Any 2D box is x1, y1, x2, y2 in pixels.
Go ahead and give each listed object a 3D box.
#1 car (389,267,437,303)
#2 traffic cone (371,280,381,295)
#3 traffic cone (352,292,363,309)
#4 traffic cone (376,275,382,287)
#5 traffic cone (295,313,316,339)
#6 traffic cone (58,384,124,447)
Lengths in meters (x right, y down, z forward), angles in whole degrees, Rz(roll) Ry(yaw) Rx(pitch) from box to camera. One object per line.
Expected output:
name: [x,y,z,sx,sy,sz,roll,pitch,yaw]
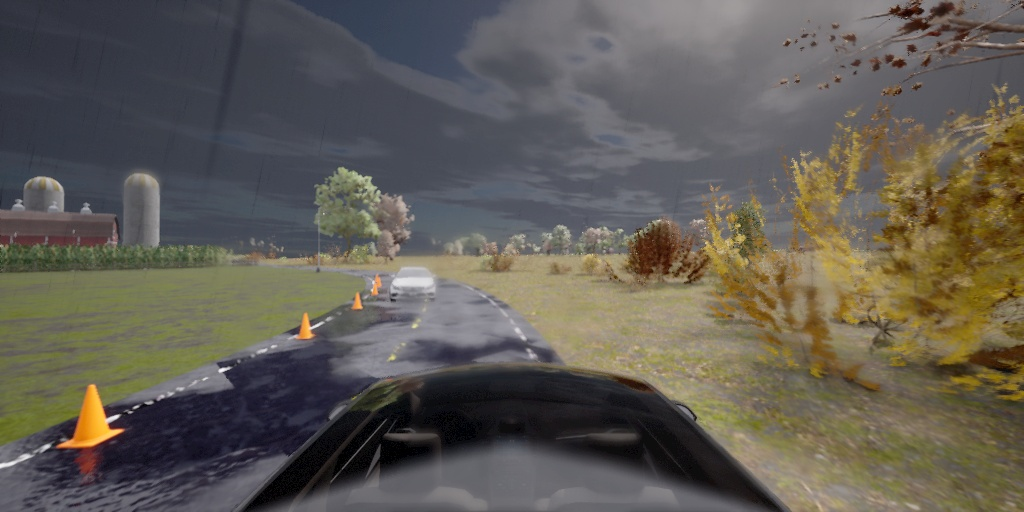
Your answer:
car: [-4.482,1.224,16.469,1.812,1.442,4.674,0,0,-14]
traffic cone: [-6.930,1.644,18.128,0.340,0.580,0.340,0,0,-16]
traffic cone: [-5.793,1.657,13.447,0.340,0.580,0.340,0,0,-12]
traffic cone: [-8.408,1.636,22.713,0.340,0.580,0.340,0,0,-20]
traffic cone: [-5.002,1.674,8.694,0.340,0.580,0.340,0,0,-7]
traffic cone: [-4.563,1.696,3.897,0.340,0.580,0.340,0,0,-3]
